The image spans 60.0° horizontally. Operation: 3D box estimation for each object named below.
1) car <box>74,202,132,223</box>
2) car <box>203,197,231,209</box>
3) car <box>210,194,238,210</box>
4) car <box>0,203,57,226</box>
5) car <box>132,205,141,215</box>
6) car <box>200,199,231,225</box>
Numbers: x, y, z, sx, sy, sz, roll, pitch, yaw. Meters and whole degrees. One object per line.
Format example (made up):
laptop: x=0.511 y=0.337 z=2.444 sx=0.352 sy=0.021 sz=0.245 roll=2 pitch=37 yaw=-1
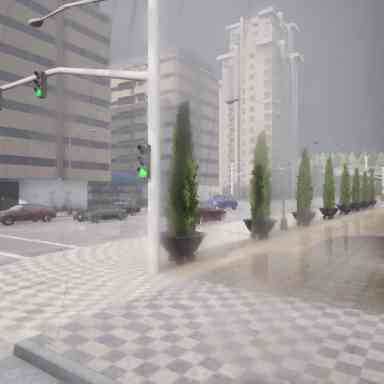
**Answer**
car: x=-7.101 y=1.619 z=26.090 sx=1.994 sy=1.385 sz=4.181 roll=0 pitch=0 yaw=35
car: x=3.649 y=1.560 z=47.808 sx=1.837 sy=1.490 sz=4.892 roll=0 pitch=0 yaw=35
car: x=3.740 y=1.277 z=41.800 sx=2.150 sy=2.045 sz=5.566 roll=0 pitch=0 yaw=35
car: x=-12.370 y=1.581 z=24.573 sx=1.812 sy=1.442 sz=4.674 roll=0 pitch=0 yaw=34
car: x=-7.226 y=1.656 z=32.078 sx=1.895 sy=1.301 sz=4.718 roll=0 pitch=0 yaw=35
car: x=0.692 y=1.533 z=24.728 sx=1.882 sy=1.535 sz=5.008 roll=0 pitch=0 yaw=34
